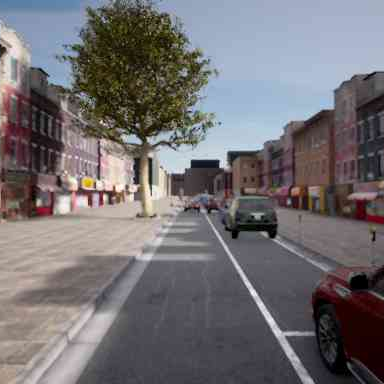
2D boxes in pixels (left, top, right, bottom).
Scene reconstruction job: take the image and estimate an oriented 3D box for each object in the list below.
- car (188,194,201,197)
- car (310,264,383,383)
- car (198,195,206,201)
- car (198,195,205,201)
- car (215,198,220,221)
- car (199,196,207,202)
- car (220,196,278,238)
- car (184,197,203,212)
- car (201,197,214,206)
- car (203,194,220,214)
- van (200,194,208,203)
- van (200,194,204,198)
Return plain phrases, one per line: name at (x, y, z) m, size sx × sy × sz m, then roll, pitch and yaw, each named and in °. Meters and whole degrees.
car at (0.021, 1.402, 54.014) m, size 2.097 × 1.767 × 4.553 m, roll 0°, pitch 0°, yaw 1°
car at (2.649, 1.318, 2.585) m, size 2.192 × 1.841 × 5.009 m, roll 1°, pitch 0°, yaw 0°
car at (2.633, 1.538, 85.696) m, size 1.967 × 1.590 × 4.097 m, roll 1°, pitch 0°, yaw 0°
car at (2.631, 1.656, 91.237) m, size 1.887 × 1.381 × 4.507 m, roll 1°, pitch 0°, yaw 0°
car at (3.010, 1.502, 24.730) m, size 1.882 × 1.535 × 5.008 m, roll 0°, pitch 0°, yaw 0°
car at (2.633, 1.613, 80.326) m, size 1.752 × 1.417 × 4.829 m, roll 1°, pitch 0°, yaw 0°
car at (2.978, 1.246, 17.760) m, size 2.150 × 2.045 × 5.566 m, roll 0°, pitch 0°, yaw 0°
car at (0.044, 1.639, 40.143) m, size 1.895 × 1.301 × 4.718 m, roll 0°, pitch 0°, yaw 0°
car at (2.637, 1.620, 57.994) m, size 1.947 × 1.339 × 4.313 m, roll 1°, pitch 0°, yaw 0°
car at (2.644, 1.349, 35.831) m, size 2.192 × 1.841 × 5.009 m, roll 1°, pitch 0°, yaw 0°
van at (2.637, 1.418, 74.615) m, size 1.690 × 1.788 × 3.998 m, roll 1°, pitch 0°, yaw 0°
van at (2.641, 1.390, 52.453) m, size 1.690 × 1.788 × 3.998 m, roll 1°, pitch 0°, yaw 0°
